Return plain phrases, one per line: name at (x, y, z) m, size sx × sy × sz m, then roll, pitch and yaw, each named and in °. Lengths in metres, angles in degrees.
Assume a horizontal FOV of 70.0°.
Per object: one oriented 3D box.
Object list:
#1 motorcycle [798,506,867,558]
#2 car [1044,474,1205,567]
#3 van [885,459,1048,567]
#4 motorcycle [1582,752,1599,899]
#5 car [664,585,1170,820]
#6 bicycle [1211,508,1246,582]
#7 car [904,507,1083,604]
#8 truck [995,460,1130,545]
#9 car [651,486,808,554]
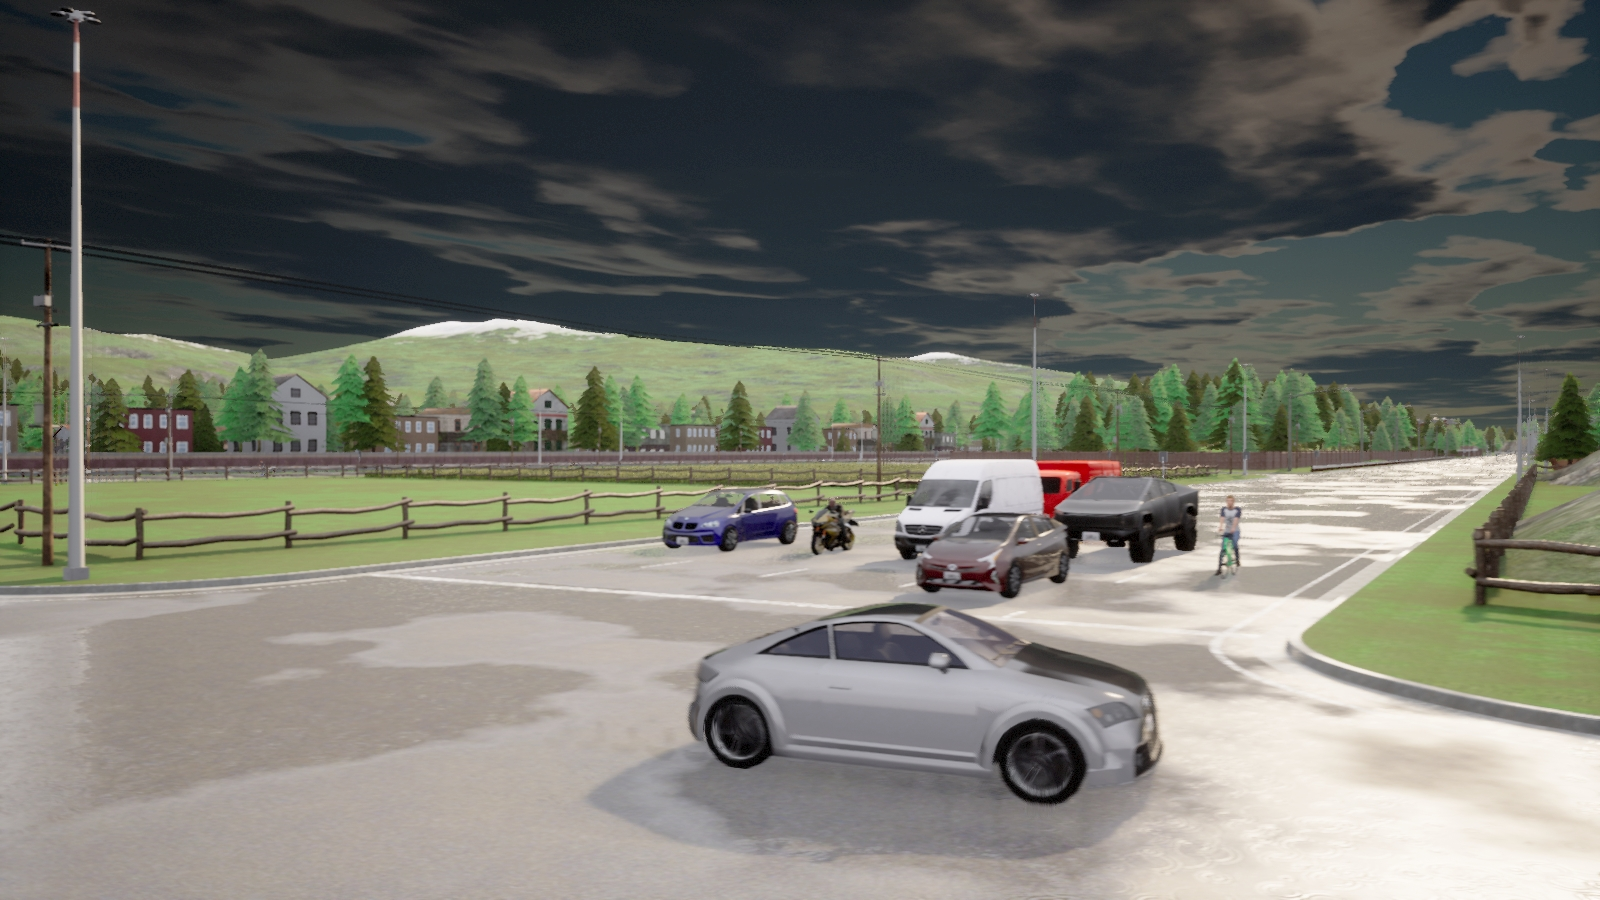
motorcycle at (0.912, 2.213, 31.292) m, size 0.867 × 1.251 × 2.209 m, roll 0°, pitch 0°, yaw 33°
car at (8.835, 1.759, 30.621) m, size 2.390 × 2.098 × 6.274 m, roll 0°, pitch 0°, yaw 33°
van at (4.586, 1.541, 30.526) m, size 1.988 × 2.561 × 5.915 m, roll 0°, pitch 0°, yaw 33°
motorcycle at (4.987, 2.205, 5.204) m, size 2.209 × 1.251 × 0.867 m, roll 0°, pitch 0°, yaw 20°
car at (1.099, 2.121, 10.380) m, size 4.181 × 1.385 × 1.994 m, roll 0°, pitch 0°, yaw 22°
bicycle at (9.462, 2.060, 25.179) m, size 0.373 × 1.496 × 1.643 m, roll 0°, pitch 0°, yaw 33°
car at (4.051, 2.045, 23.268) m, size 2.007 × 1.525 × 4.514 m, roll 0°, pitch 0°, yaw 32°
truck at (8.523, 1.573, 36.728) m, size 2.627 × 2.467 × 5.204 m, roll 0°, pitch 0°, yaw 32°
car at (-1.966, 1.976, 33.284) m, size 2.242 × 1.667 × 4.611 m, roll 0°, pitch 0°, yaw 33°
